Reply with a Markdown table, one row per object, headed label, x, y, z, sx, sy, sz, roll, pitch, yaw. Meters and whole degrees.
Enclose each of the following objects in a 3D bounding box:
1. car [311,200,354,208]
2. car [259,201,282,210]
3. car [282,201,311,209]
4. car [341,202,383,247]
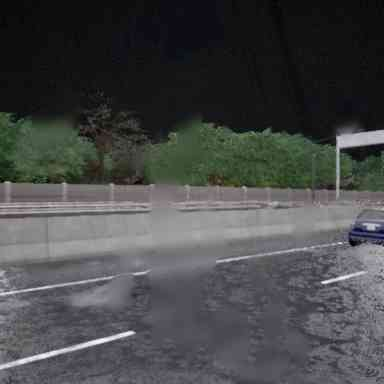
| label | x | y | z | sx | sy | sz | roll | pitch | yaw |
| --- | --- | --- | --- | --- | --- | --- | --- | --- | --- |
| car | 13.585 | 1.547 | 30.881 | 4.553 | 1.767 | 2.097 | 1 | 0 | -35 |
| car | 9.409 | 1.720 | 36.499 | 4.674 | 1.442 | 1.812 | 1 | 0 | -35 |
| car | 11.533 | 1.759 | 33.714 | 4.181 | 1.385 | 1.994 | 1 | 0 | -35 |
| car | 8.763 | 1.447 | 14.300 | 4.553 | 1.767 | 2.097 | 0 | 0 | -35 |
